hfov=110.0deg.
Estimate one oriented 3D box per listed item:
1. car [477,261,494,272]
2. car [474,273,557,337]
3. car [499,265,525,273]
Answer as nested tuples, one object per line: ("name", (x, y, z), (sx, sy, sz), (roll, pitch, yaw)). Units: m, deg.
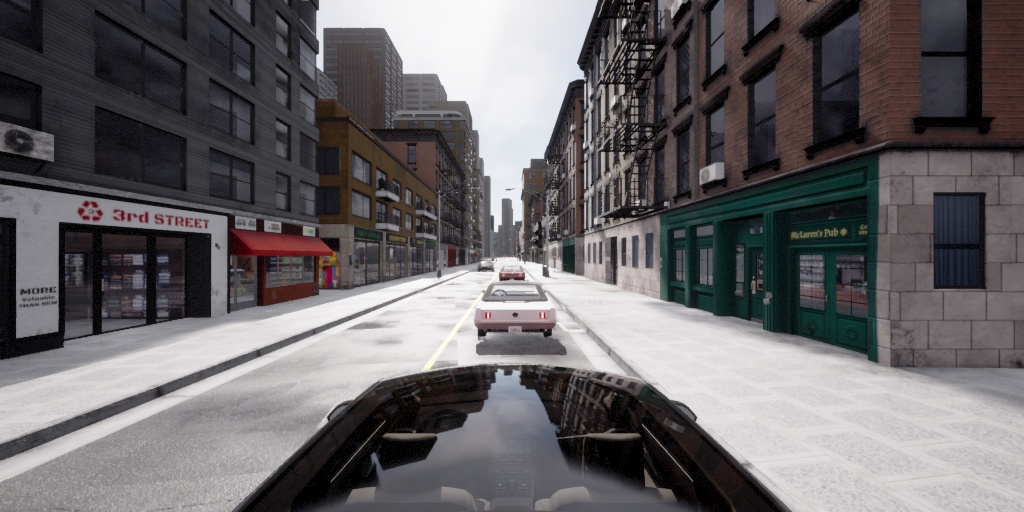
("car", (-3.274, 1.302, 45.449), (1.994, 1.385, 4.181), (0, 0, 0))
("car", (0.064, 1.351, 10.230), (1.895, 1.301, 4.718), (0, 0, 0))
("car", (-0.006, 1.347, 27.047), (1.895, 1.301, 4.718), (0, 0, 0))
